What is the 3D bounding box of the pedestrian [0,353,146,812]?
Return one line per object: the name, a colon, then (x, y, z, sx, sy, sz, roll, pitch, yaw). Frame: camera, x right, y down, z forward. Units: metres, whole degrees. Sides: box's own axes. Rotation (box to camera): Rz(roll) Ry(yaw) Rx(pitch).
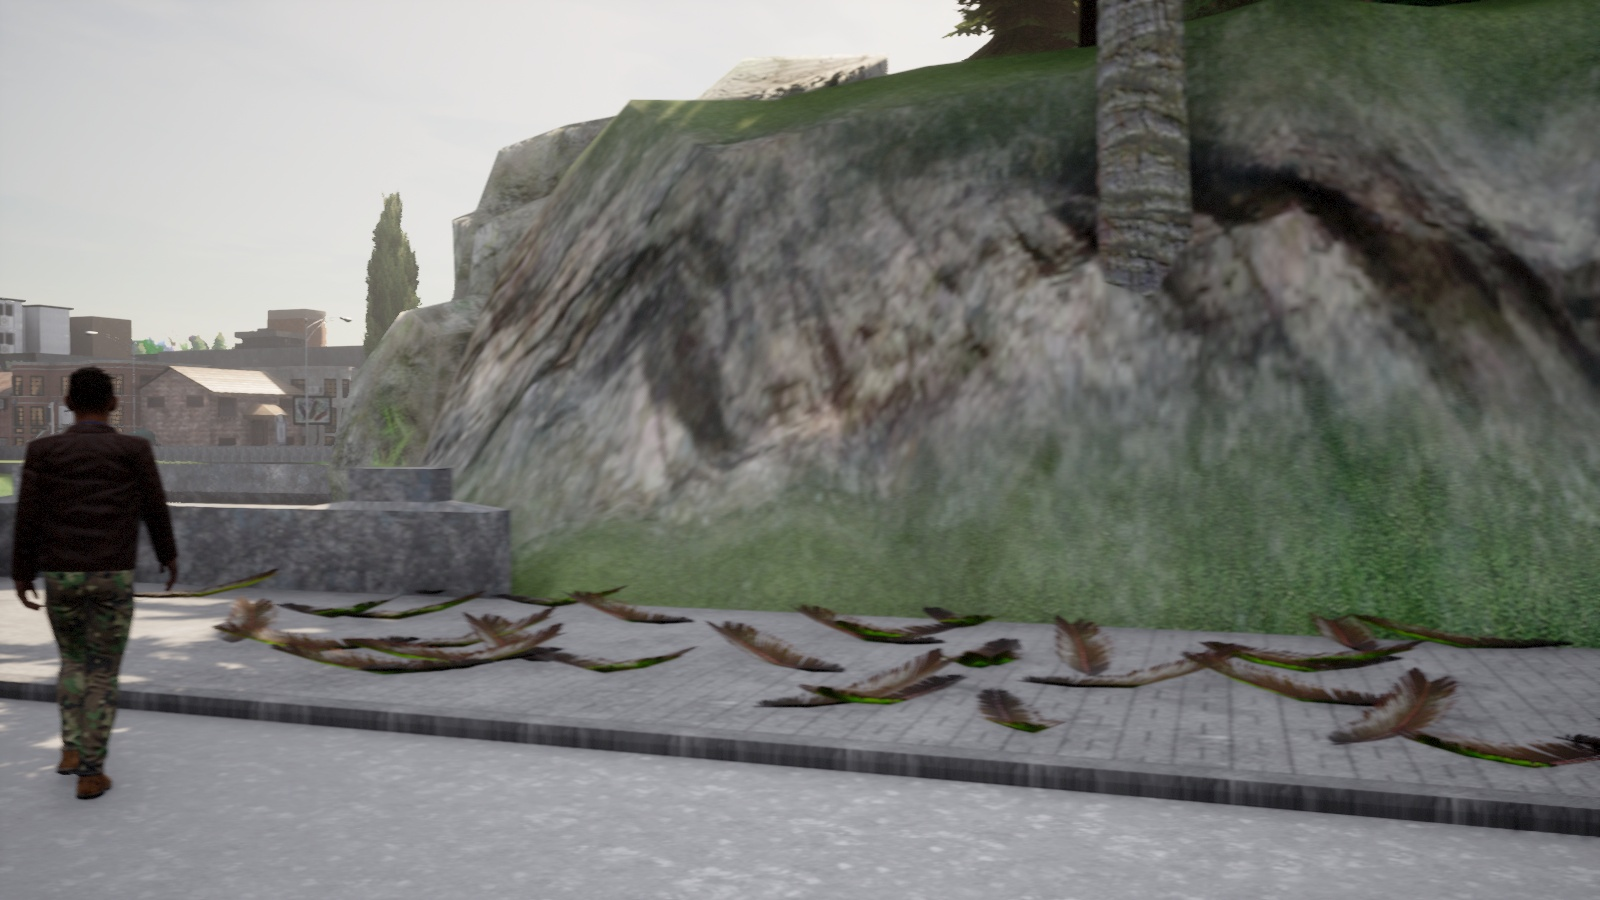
pedestrian: (-3.120, 0.528, 5.432, 0.431, 1.840, 0.703, 0, 1, -21)
